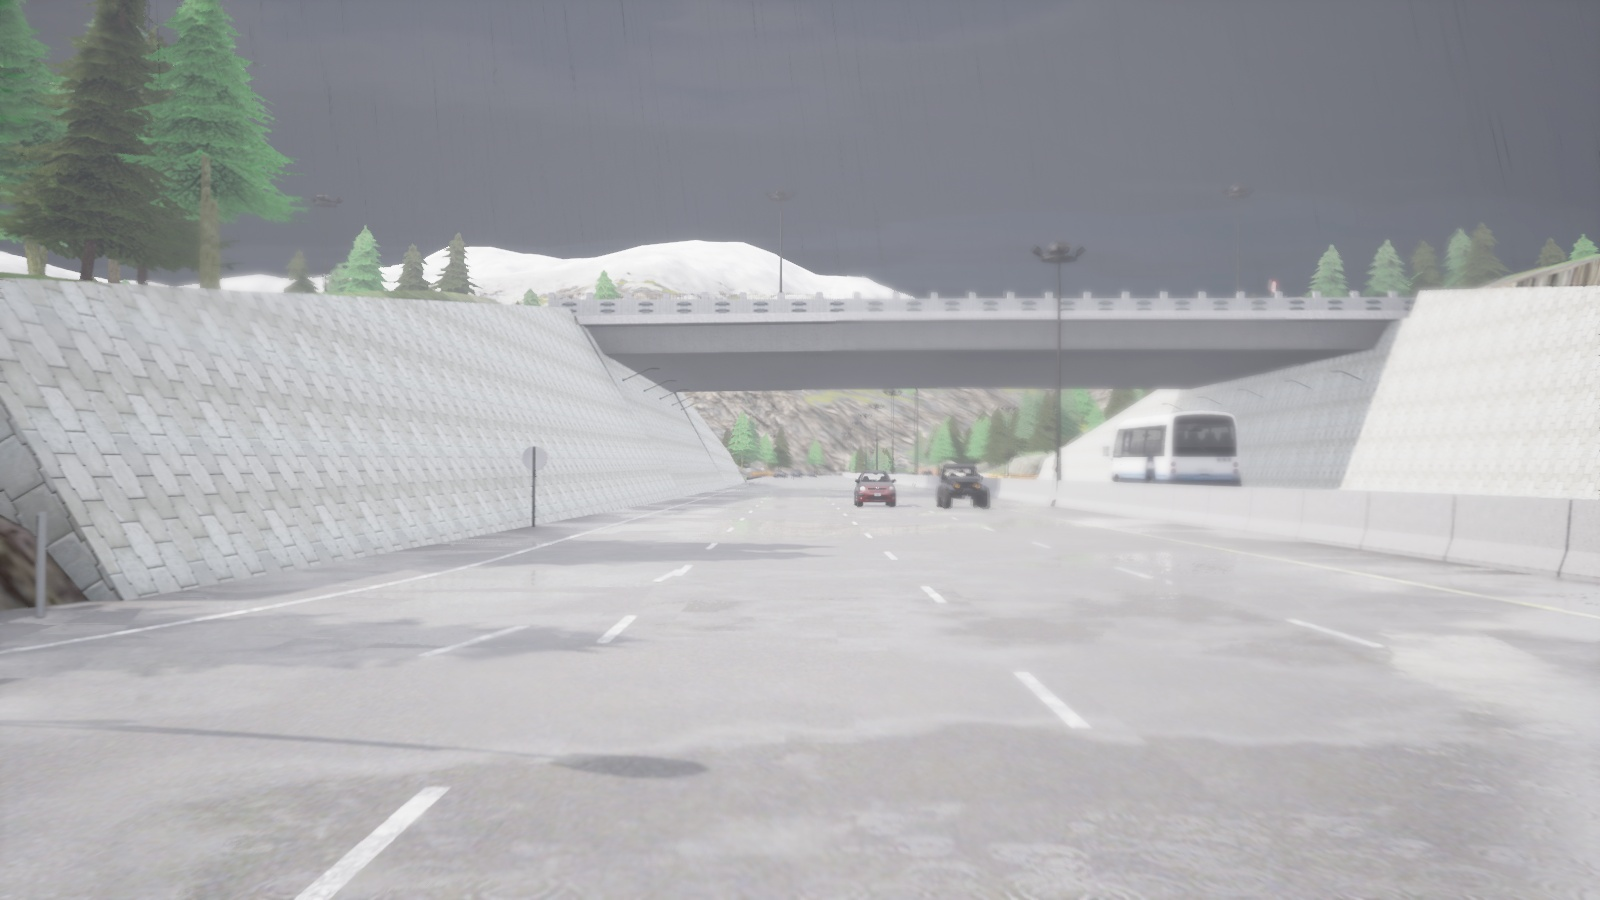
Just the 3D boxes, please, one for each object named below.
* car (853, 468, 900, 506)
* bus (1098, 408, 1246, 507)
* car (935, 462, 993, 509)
[{"bbox_3d":[3.363,1.638,56.068,1.851,1.617,3.988,0,-1,0],"label":"car"},{"bbox_3d":[17.350,0.366,59.580,3.944,4.253,10.273,0,-1,0],"label":"bus"},{"bbox_3d":[6.871,1.470,52.980,1.905,1.878,3.866,0,-1,0],"label":"car"}]
